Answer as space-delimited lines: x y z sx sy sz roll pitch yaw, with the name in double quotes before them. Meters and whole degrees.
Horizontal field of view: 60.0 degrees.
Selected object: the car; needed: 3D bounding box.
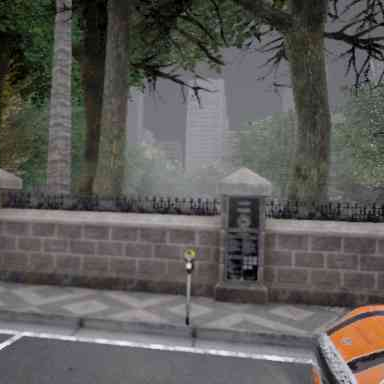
"car" 3.529 1.570 2.960 4.553 1.767 2.097 2 -2 8
